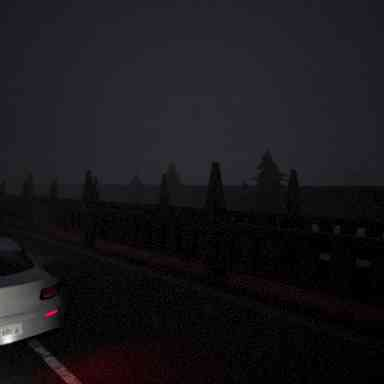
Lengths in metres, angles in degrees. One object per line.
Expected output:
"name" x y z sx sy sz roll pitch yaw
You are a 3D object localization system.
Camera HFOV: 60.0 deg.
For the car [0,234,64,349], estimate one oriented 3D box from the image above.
"car" -3.736 1.419 5.533 1.812 1.442 4.674 0 1 -44
